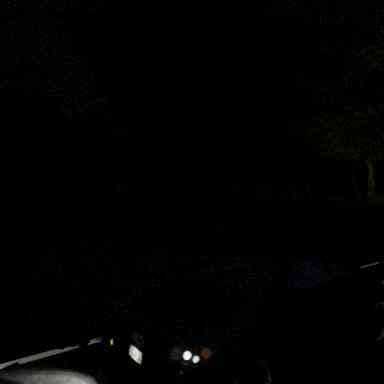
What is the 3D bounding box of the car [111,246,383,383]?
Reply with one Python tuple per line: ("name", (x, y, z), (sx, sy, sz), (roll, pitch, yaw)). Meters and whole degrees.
("car", (1.017, 1.529, 4.717), (4.181, 1.385, 1.994), (-1, 0, -35))
